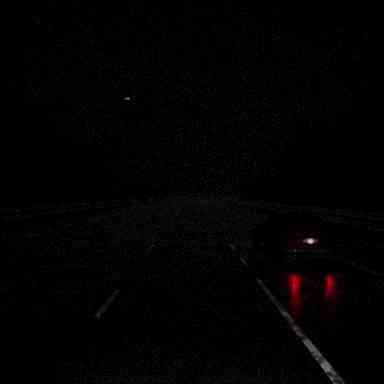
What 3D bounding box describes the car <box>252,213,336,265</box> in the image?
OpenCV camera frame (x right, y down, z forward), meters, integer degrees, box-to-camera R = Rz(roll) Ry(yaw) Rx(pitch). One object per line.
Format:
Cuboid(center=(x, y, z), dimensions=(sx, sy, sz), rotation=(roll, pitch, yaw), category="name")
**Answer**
Cuboid(center=(3.513, 1.542, 12.146), dimensions=(2.033, 1.649, 4.856), rotation=(0, 0, 0), category="car")
